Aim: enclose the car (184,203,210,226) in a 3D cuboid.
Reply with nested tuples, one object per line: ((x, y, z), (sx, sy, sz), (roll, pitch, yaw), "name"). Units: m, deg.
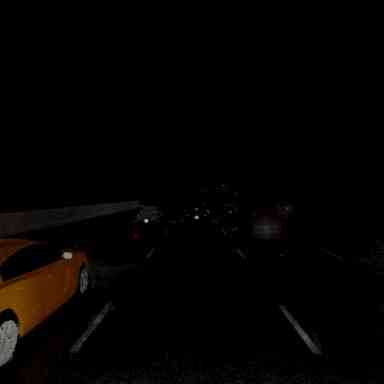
((0.373, 1.821, 26.020), (1.994, 1.385, 4.181), (0, -1, 1), "car")

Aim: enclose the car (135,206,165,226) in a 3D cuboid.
((-3.135, 1.772, 25.280), (1.812, 1.442, 4.674), (0, -1, 1), "car")

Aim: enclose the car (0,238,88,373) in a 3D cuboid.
((-3.313, 1.532, 5.706), (1.882, 1.535, 5.008), (0, 0, 0), "car")

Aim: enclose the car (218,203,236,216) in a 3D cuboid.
((3.990, 1.888, 36.550), (1.812, 1.442, 4.674), (0, 0, 1), "car")

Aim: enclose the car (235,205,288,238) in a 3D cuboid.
((3.799, 1.716, 18.988), (1.812, 1.442, 4.674), (0, -1, 1), "car")

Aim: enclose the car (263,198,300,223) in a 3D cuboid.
((7.396, 1.504, 28.146), (2.150, 2.045, 5.566), (0, -1, 1), "car")
